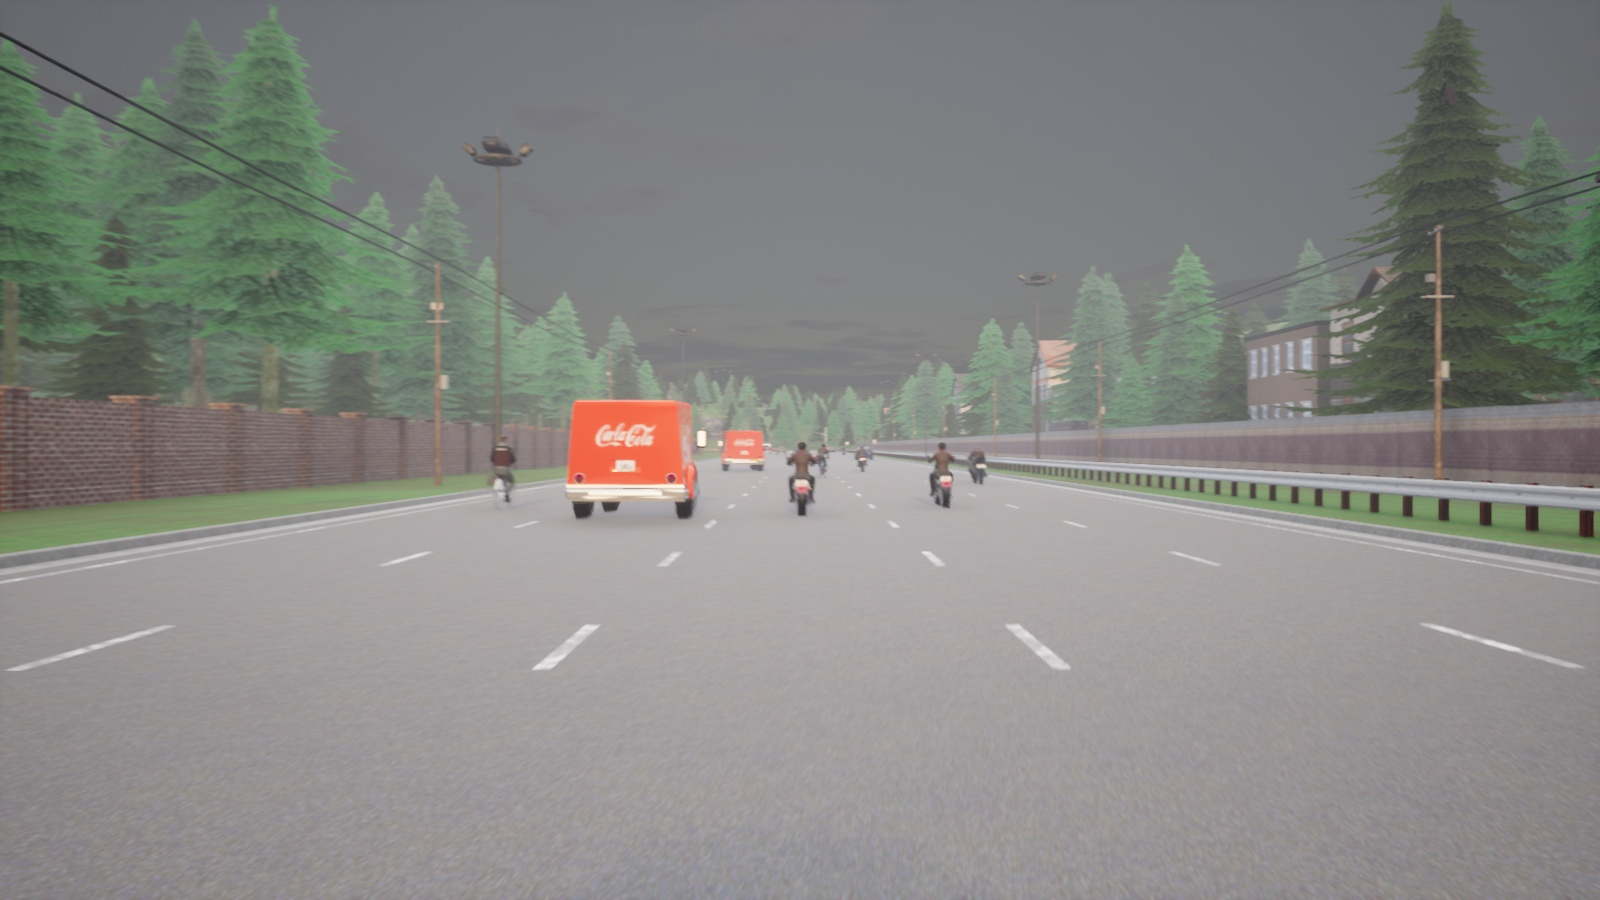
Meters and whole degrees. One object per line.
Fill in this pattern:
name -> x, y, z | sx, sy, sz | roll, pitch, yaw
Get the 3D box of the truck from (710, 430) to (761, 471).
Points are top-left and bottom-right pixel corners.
truck -> -4.032, 0.020, 77.603 | 2.627, 2.467, 5.204 | 1, 0, -8

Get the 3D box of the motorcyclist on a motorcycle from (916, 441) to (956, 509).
motorcyclist on a motorcycle -> 3.415, 0.618, 31.734 | 0.766, 1.649, 2.350 | 0, 0, 0

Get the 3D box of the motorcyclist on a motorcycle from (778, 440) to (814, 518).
motorcyclist on a motorcycle -> -0.092, 0.617, 27.701 | 0.766, 1.649, 2.350 | 0, 0, 0

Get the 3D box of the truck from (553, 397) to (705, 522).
truck -> -3.588, 0.171, 27.444 | 2.627, 2.467, 5.204 | 0, 0, 0

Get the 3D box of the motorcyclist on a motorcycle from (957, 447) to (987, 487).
motorcyclist on a motorcycle -> 6.832, 0.663, 49.940 | 0.866, 1.530, 2.191 | 0, 0, 0

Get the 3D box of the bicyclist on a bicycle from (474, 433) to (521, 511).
bicyclist on a bicycle -> -7.098, 0.505, 29.529 | 0.659, 1.776, 1.843 | 0, 0, 0
